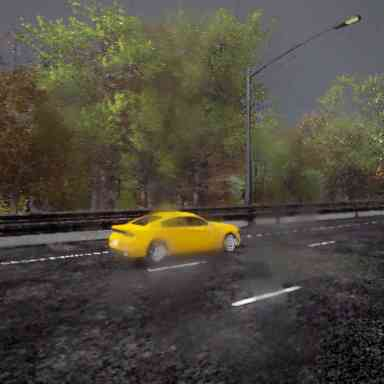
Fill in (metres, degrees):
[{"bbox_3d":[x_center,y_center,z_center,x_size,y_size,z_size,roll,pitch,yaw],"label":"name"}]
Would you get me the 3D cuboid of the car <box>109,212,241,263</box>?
[{"bbox_3d":[-0.440,1.465,12.031,5.008,1.535,1.882,0,0,-35],"label":"car"}]
